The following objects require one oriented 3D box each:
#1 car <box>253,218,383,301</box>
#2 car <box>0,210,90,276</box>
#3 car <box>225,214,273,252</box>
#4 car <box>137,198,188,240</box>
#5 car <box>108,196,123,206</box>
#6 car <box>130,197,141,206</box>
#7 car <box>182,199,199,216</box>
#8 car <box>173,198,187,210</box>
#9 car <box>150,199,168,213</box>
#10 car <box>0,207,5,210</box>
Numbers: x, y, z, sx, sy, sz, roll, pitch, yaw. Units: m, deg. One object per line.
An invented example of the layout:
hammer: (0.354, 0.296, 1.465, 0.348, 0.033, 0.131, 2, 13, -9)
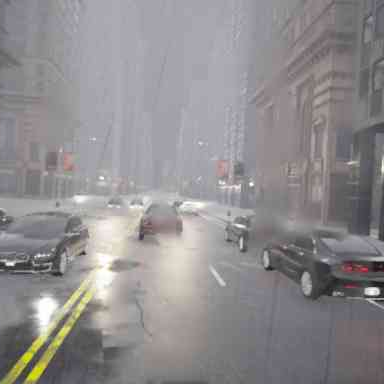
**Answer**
car: (3.382, 1.756, 9.095, 1.837, 1.490, 4.892, 3, 0, -6)
car: (-4.301, 1.363, 9.868, 1.837, 1.490, 4.892, 3, 0, -6)
car: (2.767, 1.772, 15.064, 1.837, 1.490, 4.892, 3, 0, -6)
car: (-1.641, 1.412, 17.720, 2.097, 1.767, 4.553, 3, 0, -6)
car: (-11.873, 1.360, 52.153, 2.033, 1.411, 5.357, 3, 0, -5)
car: (-8.714, 1.511, 53.218, 1.812, 1.442, 4.674, 3, 0, -5)
car: (-0.434, 1.806, 36.830, 1.812, 1.442, 4.674, 3, 0, -5)
car: (-1.889, 1.797, 50.817, 1.882, 1.535, 5.008, 3, 0, -6)
car: (-4.004, 1.690, 40.559, 1.994, 1.385, 4.181, 3, 0, -6)
car: (-7.714, 1.198, 11.326, 1.837, 1.490, 4.892, 3, 0, -6)
